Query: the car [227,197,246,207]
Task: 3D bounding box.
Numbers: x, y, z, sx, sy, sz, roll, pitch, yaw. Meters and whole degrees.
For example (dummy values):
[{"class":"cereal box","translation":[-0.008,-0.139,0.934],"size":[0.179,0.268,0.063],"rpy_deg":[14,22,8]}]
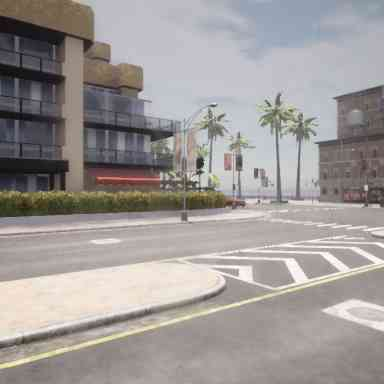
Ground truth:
[{"class":"car","translation":[6.156,1.478,51.241],"size":[1.882,1.535,5.008],"rpy_deg":[0,0,-35]}]
